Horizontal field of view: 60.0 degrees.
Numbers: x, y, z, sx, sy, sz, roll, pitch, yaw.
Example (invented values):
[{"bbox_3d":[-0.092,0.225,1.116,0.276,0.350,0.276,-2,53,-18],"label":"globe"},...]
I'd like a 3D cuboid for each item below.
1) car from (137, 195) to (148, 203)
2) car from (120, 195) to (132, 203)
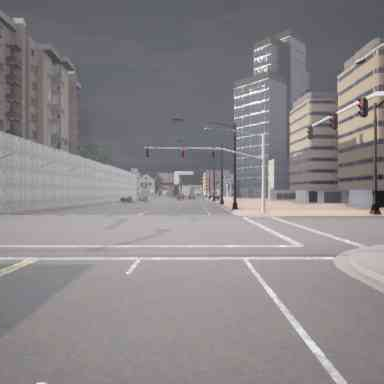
[{"bbox_3d":[-10.500,1.484,70.911,1.837,1.490,4.892,0,0,0],"label":"car"},{"bbox_3d":[-14.000,1.461,70.911,1.882,1.535,5.008,0,0,0],"label":"car"}]
